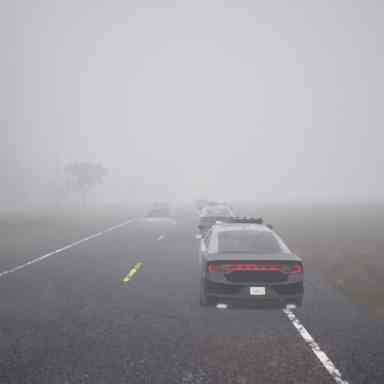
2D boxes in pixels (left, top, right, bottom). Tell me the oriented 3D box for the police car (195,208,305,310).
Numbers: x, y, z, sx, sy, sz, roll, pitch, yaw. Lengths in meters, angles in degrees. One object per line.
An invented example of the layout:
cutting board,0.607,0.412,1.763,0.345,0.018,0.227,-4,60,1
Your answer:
police car,1.118,1.425,8.070,1.930,1.638,5.238,0,0,1

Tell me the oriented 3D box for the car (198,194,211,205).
car,2.350,1.335,60.004,2.097,1.767,4.553,0,0,4

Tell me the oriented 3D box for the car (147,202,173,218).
car,-2.814,1.563,30.030,1.994,1.385,4.181,0,0,2

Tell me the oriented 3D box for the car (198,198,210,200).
car,1.489,1.455,24.092,1.801,1.575,5.366,0,0,2

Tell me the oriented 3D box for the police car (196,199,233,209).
police car,1.313,1.425,18.034,1.930,1.638,5.238,0,0,1

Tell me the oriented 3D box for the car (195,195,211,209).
car,1.456,1.497,45.924,1.837,1.490,4.892,0,0,4
